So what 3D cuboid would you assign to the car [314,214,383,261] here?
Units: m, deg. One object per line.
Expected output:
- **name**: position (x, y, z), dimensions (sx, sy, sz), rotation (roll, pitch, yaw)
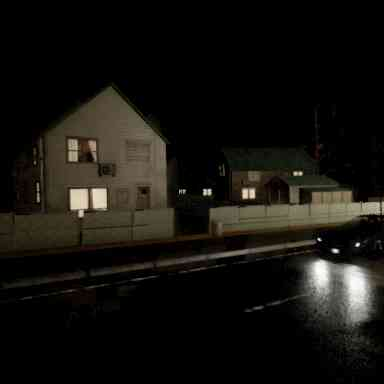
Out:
- **car**: position (6.930, 1.569, 12.537), dimensions (5.357, 1.411, 2.033), rotation (0, 0, -35)
